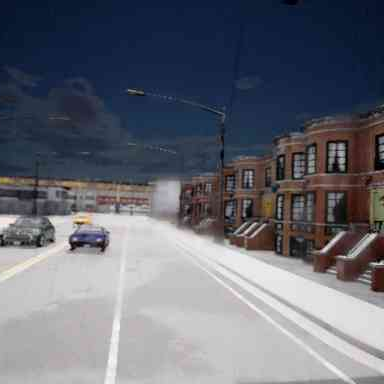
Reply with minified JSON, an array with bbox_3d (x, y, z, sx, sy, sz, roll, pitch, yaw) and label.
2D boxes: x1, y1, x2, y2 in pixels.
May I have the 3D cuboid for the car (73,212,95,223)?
[{"bbox_3d":[-13.699,3.623,41.867,1.882,1.535,5.008,3,-4,-10],"label":"car"}]

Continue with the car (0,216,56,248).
[{"bbox_3d":[-9.558,2.225,19.689,2.097,1.767,4.553,3,-4,-10],"label":"car"}]

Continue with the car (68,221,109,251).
[{"bbox_3d":[-5.886,2.645,19.532,1.895,1.301,4.718,3,-4,-11],"label":"car"}]
